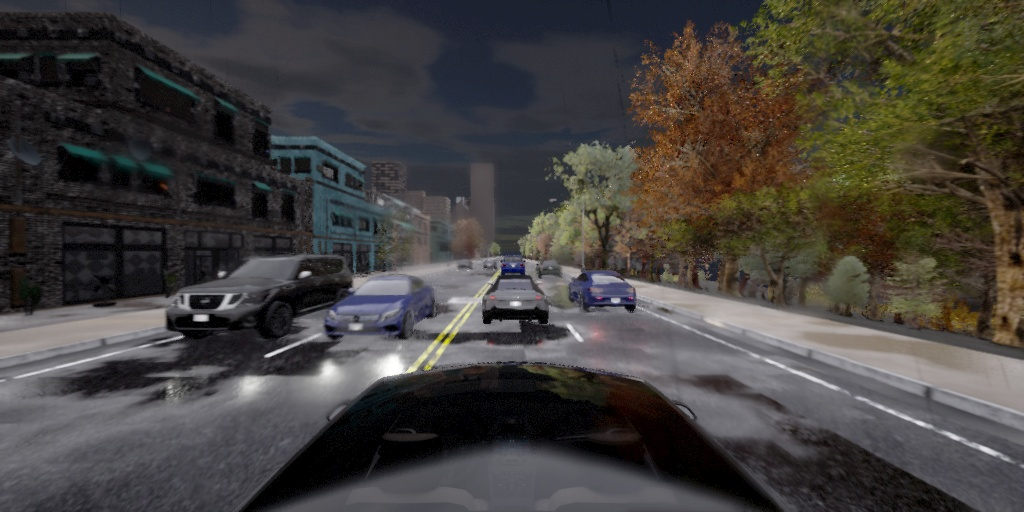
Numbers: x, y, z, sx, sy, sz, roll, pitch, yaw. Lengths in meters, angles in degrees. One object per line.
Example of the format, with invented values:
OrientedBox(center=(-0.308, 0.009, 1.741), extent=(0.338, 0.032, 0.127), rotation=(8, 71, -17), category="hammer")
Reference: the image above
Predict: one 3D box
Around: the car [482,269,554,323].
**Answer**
OrientedBox(center=(0.100, 1.308, 12.034), extent=(1.994, 1.385, 4.181), rotation=(0, 0, 0), category="car")

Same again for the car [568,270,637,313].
OrientedBox(center=(3.363, 1.268, 13.900), extent=(1.812, 1.442, 4.674), rotation=(0, 0, 0), category="car")

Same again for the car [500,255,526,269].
OrientedBox(center=(0.100, 0.952, 33.802), extent=(2.150, 2.045, 5.566), rotation=(0, 0, 0), category="car")

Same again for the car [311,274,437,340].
OrientedBox(center=(-3.361, 1.271, 10.063), extent=(1.812, 1.442, 4.674), rotation=(0, 0, 0), category="car")

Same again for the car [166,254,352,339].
OrientedBox(center=(-6.601, 0.967, 10.376), extent=(2.150, 2.045, 5.566), rotation=(0, 0, 0), category="car")

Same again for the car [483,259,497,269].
OrientedBox(center=(-3.308, 1.209, 54.097), extent=(2.128, 1.511, 4.902), rotation=(0, 0, 0), category="car")

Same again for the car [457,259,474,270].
OrientedBox(center=(-6.575, 1.222, 51.118), extent=(1.837, 1.490, 4.892), rotation=(0, 1, 0), category="car")

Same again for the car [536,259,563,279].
OrientedBox(center=(3.350, 1.083, 32.987), extent=(2.097, 1.767, 4.553), rotation=(0, 0, 0), category="car")
